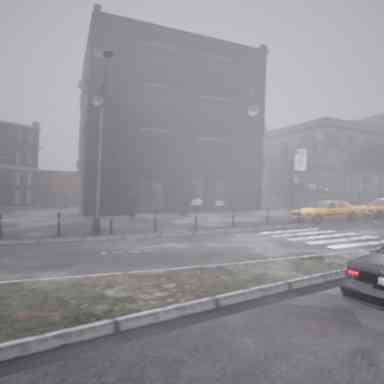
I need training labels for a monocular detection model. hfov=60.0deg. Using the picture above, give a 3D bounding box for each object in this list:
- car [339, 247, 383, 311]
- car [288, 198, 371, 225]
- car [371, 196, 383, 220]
[{"bbox_3d":[5.281,1.450,6.589,5.357,1.411,2.033,-1,1,-30],"label":"car"},{"bbox_3d":[8.720,1.200,21.618,5.366,1.575,1.946,-1,0,-25],"label":"car"},{"bbox_3d":[13.735,1.110,23.930,5.366,1.575,1.946,-1,0,-25],"label":"car"}]
